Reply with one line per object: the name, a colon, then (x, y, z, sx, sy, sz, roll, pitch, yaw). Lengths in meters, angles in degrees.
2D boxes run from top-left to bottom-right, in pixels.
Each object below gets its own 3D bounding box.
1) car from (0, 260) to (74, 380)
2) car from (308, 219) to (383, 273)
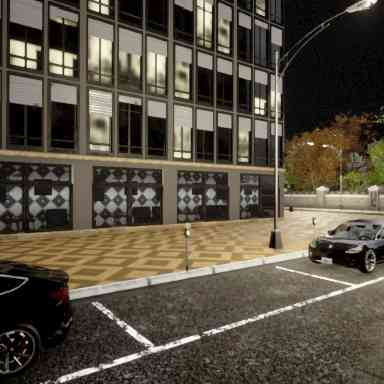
car: (-3.661, 1.566, 3.947, 4.313, 1.339, 1.947, 0, 0, -36)
car: (5.569, 1.562, 10.632, 4.313, 1.339, 1.947, 0, 0, -36)
